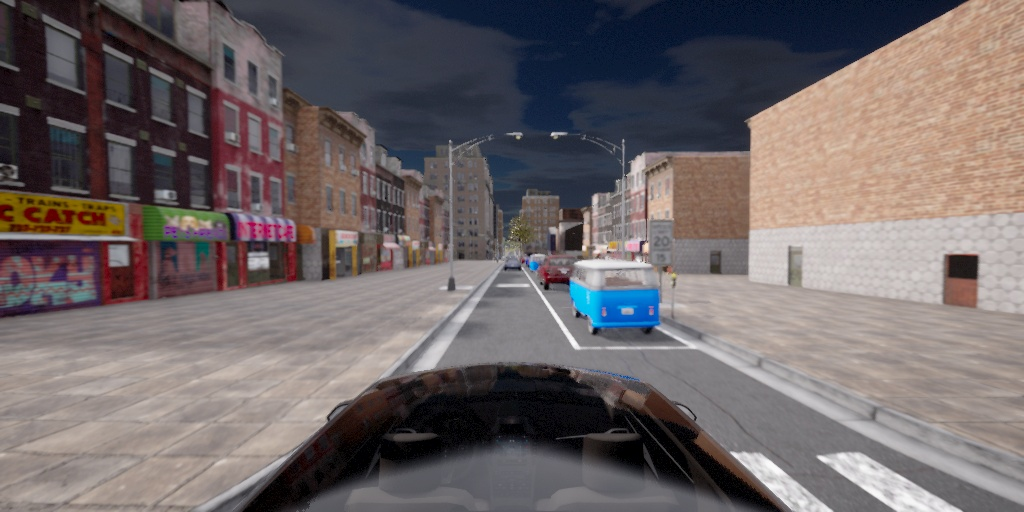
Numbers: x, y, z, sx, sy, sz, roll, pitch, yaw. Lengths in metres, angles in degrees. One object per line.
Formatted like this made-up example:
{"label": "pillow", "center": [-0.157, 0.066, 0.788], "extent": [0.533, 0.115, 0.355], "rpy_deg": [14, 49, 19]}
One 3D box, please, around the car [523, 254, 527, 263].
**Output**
{"label": "car", "center": [3.053, 0.765, 55.501], "extent": [1.882, 1.535, 5.008], "rpy_deg": [0, 0, 0]}

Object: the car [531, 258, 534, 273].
{"label": "car", "center": [2.654, 1.055, 25.857], "extent": [2.007, 1.370, 4.403], "rpy_deg": [0, 0, 0]}

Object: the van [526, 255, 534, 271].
{"label": "van", "center": [2.663, 0.756, 36.438], "extent": [1.690, 1.789, 3.998], "rpy_deg": [0, 0, 0]}

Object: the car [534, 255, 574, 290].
{"label": "car", "center": [2.650, 0.868, 20.569], "extent": [2.192, 1.841, 5.009], "rpy_deg": [0, 0, 0]}

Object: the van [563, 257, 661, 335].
{"label": "van", "center": [2.641, 1.006, 9.989], "extent": [1.690, 1.789, 3.998], "rpy_deg": [0, 0, 0]}

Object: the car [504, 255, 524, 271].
{"label": "car", "center": [0.083, 0.952, 41.299], "extent": [1.994, 1.385, 4.181], "rpy_deg": [0, 0, 0]}
